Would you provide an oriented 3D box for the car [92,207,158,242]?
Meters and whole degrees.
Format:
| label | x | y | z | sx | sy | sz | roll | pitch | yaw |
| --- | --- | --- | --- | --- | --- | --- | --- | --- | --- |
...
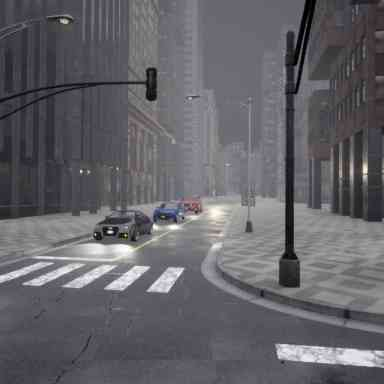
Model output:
| label | x | y | z | sx | sy | sz | roll | pitch | yaw |
| --- | --- | --- | --- | --- | --- | --- | --- | --- | --- |
| car | -3.372 | 1.632 | 16.964 | 1.994 | 1.385 | 4.181 | 0 | 0 | 9 |

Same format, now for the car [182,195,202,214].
| label | x | y | z | sx | sy | sz | roll | pitch | yaw |
| --- | --- | --- | --- | --- | --- | --- | --- | --- | --- |
| car | -0.139 | 1.361 | 37.812 | 2.150 | 2.045 | 5.566 | 0 | 0 | 9 |

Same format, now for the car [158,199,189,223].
| label | x | y | z | sx | sy | sz | roll | pitch | yaw |
| --- | --- | --- | --- | --- | --- | --- | --- | --- | --- |
| car | -1.781 | 1.581 | 27.254 | 1.882 | 1.535 | 5.008 | 0 | 0 | 8 |
